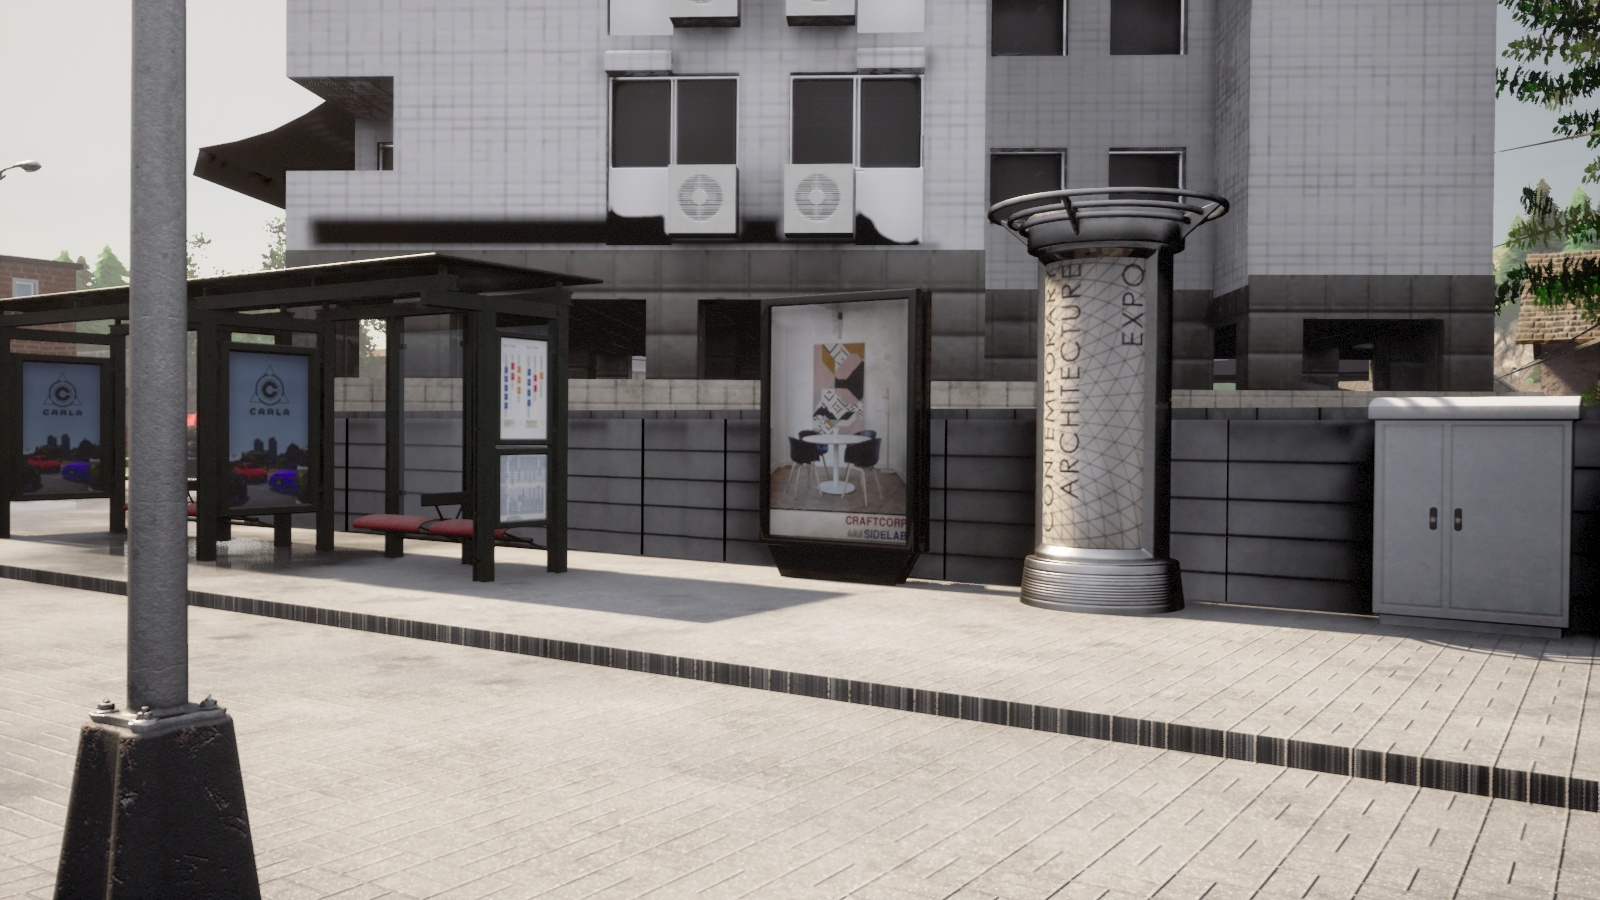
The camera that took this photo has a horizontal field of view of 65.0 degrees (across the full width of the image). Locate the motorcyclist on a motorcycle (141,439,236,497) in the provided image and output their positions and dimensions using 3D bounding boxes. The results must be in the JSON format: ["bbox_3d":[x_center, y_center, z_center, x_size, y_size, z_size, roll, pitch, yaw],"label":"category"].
[{"bbox_3d":[-16.765,0.462,34.497,0.866,1.530,2.191,0,1,34],"label":"motorcyclist on a motorcycle"}]
